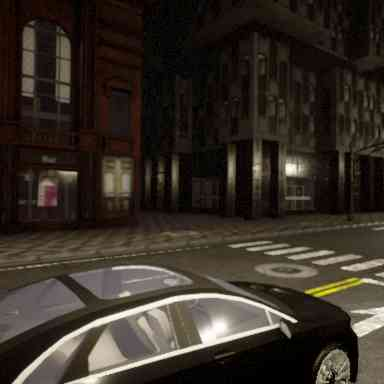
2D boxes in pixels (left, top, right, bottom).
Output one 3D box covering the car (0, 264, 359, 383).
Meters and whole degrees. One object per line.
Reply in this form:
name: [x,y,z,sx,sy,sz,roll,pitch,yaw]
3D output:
car: [-0.294,1.501,3.231,4.902,1.511,2.128,1,0,-36]
